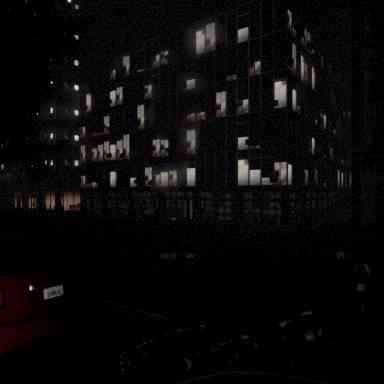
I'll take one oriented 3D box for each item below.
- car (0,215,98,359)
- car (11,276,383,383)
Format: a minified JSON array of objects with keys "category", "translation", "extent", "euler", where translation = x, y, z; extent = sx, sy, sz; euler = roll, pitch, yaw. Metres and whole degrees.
[{"category":"car","translation":[-3.645,1.314,5.482],"extent":[5.009,1.841,2.192],"euler":[0,0,36]},{"category":"car","translation":[0.850,1.566,2.272],"extent":[4.313,1.339,1.947],"euler":[0,0,36]}]
